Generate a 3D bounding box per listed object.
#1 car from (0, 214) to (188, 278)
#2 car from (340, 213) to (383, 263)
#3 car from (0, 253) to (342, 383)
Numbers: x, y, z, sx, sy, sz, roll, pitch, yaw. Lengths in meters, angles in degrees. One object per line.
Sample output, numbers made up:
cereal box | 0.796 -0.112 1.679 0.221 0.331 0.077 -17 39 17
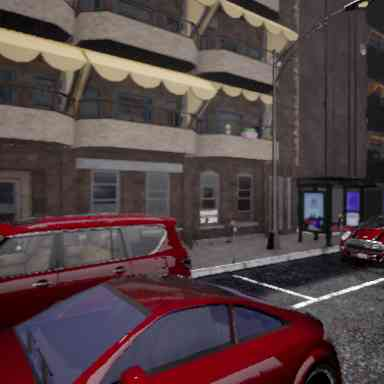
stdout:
car | -2.277 1.317 4.937 5.009 1.841 2.192 0 0 -35
car | 6.923 1.465 11.494 4.097 1.590 1.967 0 0 -35
car | -0.527 1.567 3.000 4.181 1.385 1.994 0 0 -35
